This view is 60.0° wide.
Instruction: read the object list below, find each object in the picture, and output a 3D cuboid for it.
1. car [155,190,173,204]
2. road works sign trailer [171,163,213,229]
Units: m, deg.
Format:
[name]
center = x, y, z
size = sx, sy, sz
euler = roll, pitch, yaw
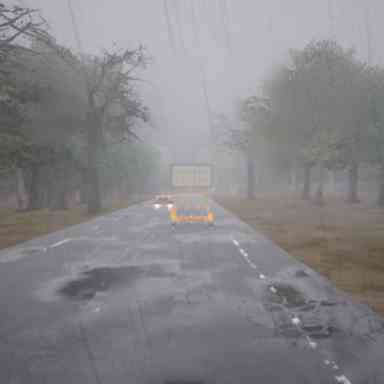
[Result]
[car]
center = -3.575, 0.588, 43.335
size = 2.097, 1.767, 4.553
euler = 0, 1, 0
[road works sign trailer]
center = -0.003, 0.147, 19.098
size = 2.380, 3.560, 2.880
euler = 0, 1, 0
